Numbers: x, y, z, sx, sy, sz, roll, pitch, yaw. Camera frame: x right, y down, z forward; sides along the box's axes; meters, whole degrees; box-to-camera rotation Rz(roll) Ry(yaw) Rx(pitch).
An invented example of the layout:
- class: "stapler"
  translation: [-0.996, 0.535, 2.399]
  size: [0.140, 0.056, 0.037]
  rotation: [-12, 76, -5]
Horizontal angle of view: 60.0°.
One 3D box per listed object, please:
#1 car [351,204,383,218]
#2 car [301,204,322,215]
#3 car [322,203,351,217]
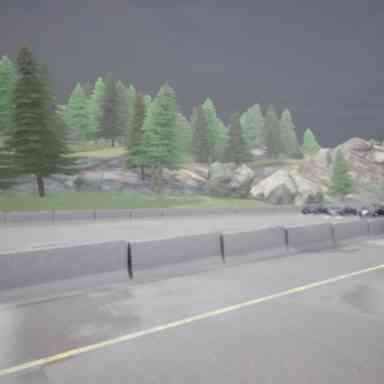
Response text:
- class: "car"
  translation: [20.055, 2.014, 36.463]
  size: [4.902, 1.511, 2.128]
  rotation: [1, -1, -37]
- class: "car"
  translation: [15.575, 2.148, 41.855]
  size: [4.181, 1.385, 1.994]
  rotation: [1, -1, -37]
- class: "car"
  translation: [17.782, 2.078, 39.134]
  size: [4.674, 1.442, 1.812]
  rotation: [1, -1, -37]
